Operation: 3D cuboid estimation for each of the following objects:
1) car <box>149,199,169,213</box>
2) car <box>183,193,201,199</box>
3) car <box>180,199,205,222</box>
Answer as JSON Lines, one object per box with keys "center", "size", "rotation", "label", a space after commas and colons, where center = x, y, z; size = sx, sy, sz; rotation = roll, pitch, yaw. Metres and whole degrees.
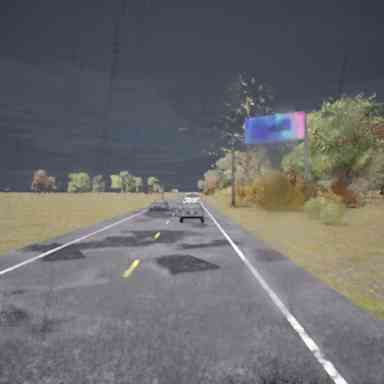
{"center": [-3.557, 1.491, 36.565], "size": [1.994, 1.385, 4.181], "rotation": [0, 0, 0], "label": "car"}
{"center": [0.059, 1.133, 43.925], "size": [2.150, 2.045, 5.566], "rotation": [0, 0, 0], "label": "car"}
{"center": [0.017, 1.495, 25.580], "size": [2.033, 1.411, 5.357], "rotation": [0, 0, 1], "label": "car"}
